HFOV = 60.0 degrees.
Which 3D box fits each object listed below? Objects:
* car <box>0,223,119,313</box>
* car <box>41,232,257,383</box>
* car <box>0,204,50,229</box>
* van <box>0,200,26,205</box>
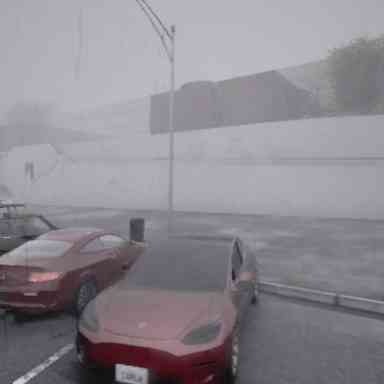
[{"bbox_3d":[-2.426,1.532,7.523,2.002,1.452,4.674,0,-1,16],"label":"car"},{"bbox_3d":[0.019,1.520,5.753,2.163,1.488,4.792,1,-1,15],"label":"car"},{"bbox_3d":[-4.859,1.366,9.230,2.185,1.767,4.553,0,-1,15],"label":"car"},{"bbox_3d":[-7.249,1.269,11.106,1.878,1.987,4.442,0,-1,15],"label":"van"}]
